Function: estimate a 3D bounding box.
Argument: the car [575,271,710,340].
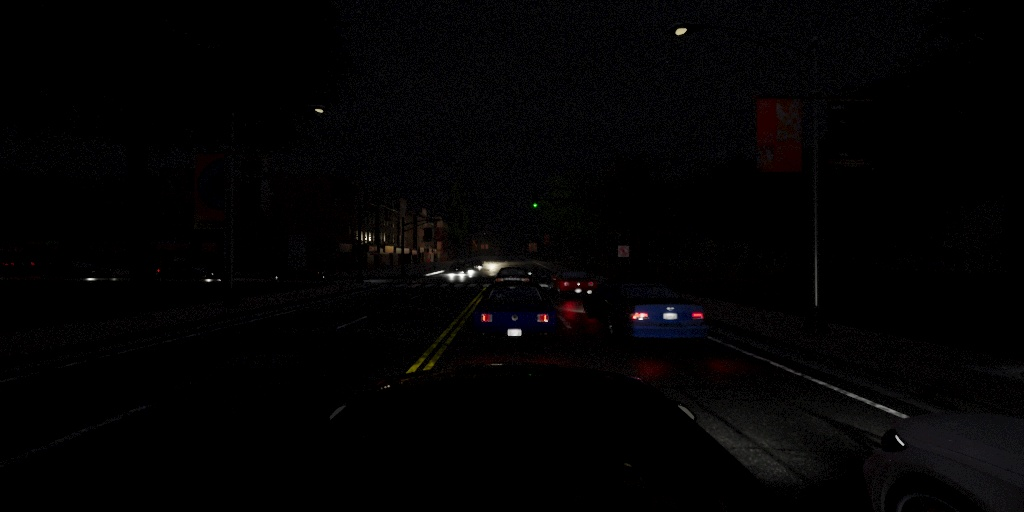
[{"bbox_3d":[3.328,1.322,10.036,2.033,1.411,5.357,0,0,0],"label":"car"}]

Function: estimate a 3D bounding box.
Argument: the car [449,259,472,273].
[{"bbox_3d":[-6.618,1.426,44.874,1.994,1.385,4.181,0,0,0],"label":"car"}]

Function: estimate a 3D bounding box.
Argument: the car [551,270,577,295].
[{"bbox_3d":[3.298,1.442,20.009,1.895,1.301,4.718,0,0,0],"label":"car"}]

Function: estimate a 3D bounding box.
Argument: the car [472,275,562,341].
[{"bbox_3d":[0.078,1.375,9.949,1.895,1.301,4.718,0,0,0],"label":"car"}]

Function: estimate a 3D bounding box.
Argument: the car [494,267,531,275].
[{"bbox_3d":[0.047,1.316,19.565,1.882,1.535,5.008,0,0,0],"label":"car"}]

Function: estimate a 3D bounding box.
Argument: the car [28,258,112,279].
[{"bbox_3d":[-36.884,1.164,30.260,5.008,1.535,1.882,0,0,0],"label":"car"}]

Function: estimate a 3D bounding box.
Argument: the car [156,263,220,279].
[{"bbox_3d":[-27.260,1.325,30.248,4.181,1.385,1.994,0,0,0],"label":"car"}]

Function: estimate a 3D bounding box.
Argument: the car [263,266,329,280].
[{"bbox_3d":[-18.098,1.449,30.251,4.718,1.301,1.895,1,0,0],"label":"car"}]

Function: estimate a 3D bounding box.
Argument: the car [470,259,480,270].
[{"bbox_3d":[-6.615,1.287,54.955,2.128,1.511,4.902,0,1,0],"label":"car"}]

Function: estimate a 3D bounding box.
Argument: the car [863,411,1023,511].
[{"bbox_3d":[3.344,1.275,0.487,1.812,1.442,4.674,0,0,0],"label":"car"}]

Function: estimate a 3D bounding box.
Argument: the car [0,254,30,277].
[{"bbox_3d":[-47.957,0.868,33.218,5.566,2.045,2.150,1,0,0],"label":"car"}]
